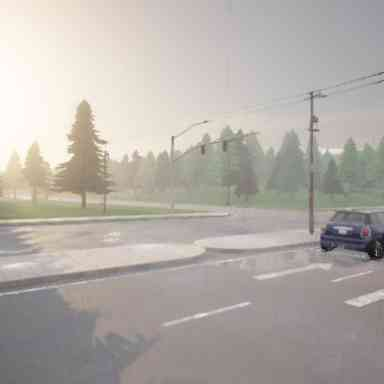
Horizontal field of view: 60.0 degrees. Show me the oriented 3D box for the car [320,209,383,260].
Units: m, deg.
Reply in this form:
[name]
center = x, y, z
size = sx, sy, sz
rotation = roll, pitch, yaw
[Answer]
[car]
center = 7.131, 1.465, 13.202
size = 4.553, 1.767, 2.097
rotation = 1, 0, -36
